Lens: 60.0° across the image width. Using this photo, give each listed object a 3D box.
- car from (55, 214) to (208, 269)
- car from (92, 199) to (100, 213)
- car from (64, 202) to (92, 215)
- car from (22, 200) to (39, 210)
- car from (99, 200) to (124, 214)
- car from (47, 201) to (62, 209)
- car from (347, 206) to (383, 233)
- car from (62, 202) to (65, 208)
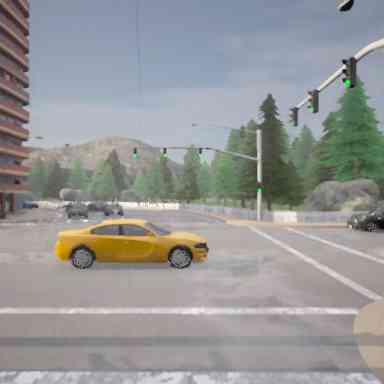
[{"bbox_3d":[-1.967,1.665,11.265,5.008,1.535,1.882,0,-1,0],"label":"car"},{"bbox_3d":[-13.020,1.951,46.846,2.097,1.767,4.553,0,-1,-33],"label":"car"},{"bbox_3d":[-11.750,1.947,34.508,1.837,1.490,4.892,0,-1,-14],"label":"car"},{"bbox_3d":[-28.530,2.211,57.361,5.008,1.535,1.882,-1,-1,30],"label":"car"},{"bbox_3d":[-9.011,1.978,38.021,2.128,1.511,4.902,0,-1,-20],"label":"car"},{"bbox_3d":[-23.469,2.270,58.232,4.674,1.442,1.812,-1,-1,36],"label":"car"},{"bbox_3d":[12.634,1.687,21.759,4.553,1.767,2.097,0,-1,1],"label":"car"},{"bbox_3d":[-15.305,2.054,43.919,2.128,1.511,4.902,0,-1,-30],"label":"car"}]
